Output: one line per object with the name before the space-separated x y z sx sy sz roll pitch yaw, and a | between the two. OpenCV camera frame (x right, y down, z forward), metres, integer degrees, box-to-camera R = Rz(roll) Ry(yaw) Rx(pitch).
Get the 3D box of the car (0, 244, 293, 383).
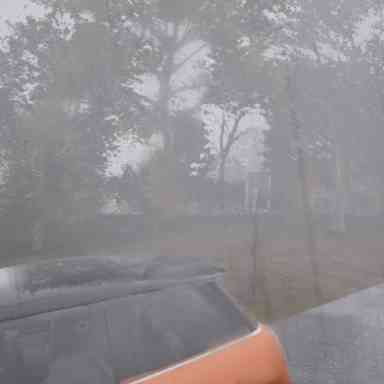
car | -1.423 1.351 2.134 4.553 1.767 2.097 0 0 -36
